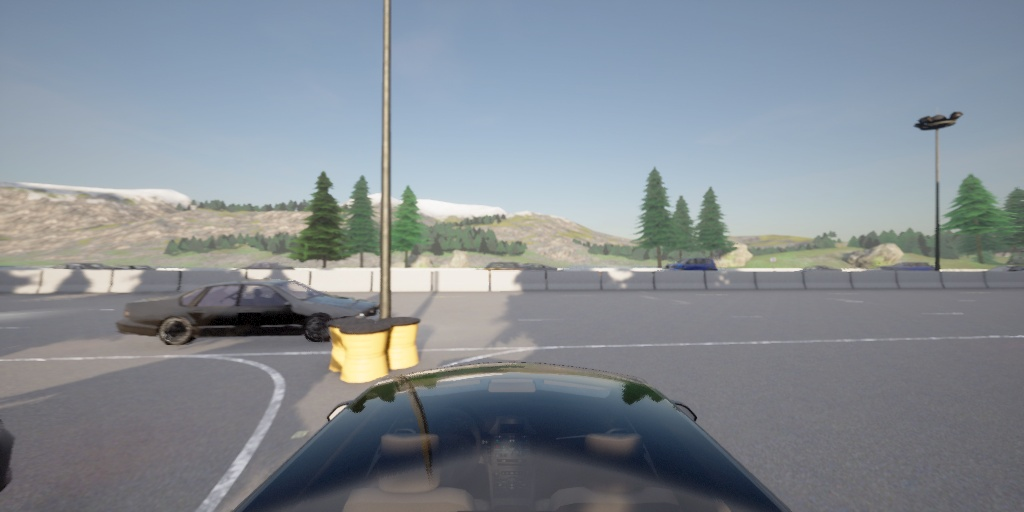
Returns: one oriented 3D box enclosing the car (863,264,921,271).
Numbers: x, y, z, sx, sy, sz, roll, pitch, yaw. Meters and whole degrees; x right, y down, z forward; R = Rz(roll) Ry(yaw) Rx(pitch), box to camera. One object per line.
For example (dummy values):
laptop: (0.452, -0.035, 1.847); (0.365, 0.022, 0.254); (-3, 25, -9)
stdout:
car: (31.699, 1.579, 30.695); (4.181, 1.385, 1.994); (0, 0, -5)

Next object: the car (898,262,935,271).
car: (45.918, 1.476, 41.686); (4.553, 1.767, 2.097); (0, 0, 5)

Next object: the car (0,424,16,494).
car: (-3.600, 1.254, 0.392); (1.812, 1.442, 4.674); (2, -1, -19)

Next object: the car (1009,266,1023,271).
car: (47.397, 1.224, 31.036); (4.902, 1.511, 2.128); (0, 0, 6)

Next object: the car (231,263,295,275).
car: (-24.367, 1.347, 35.241); (5.357, 1.411, 2.033); (0, 0, -6)

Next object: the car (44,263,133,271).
car: (-29.395, 1.220, 24.144); (4.902, 1.511, 2.128); (0, 0, -6)

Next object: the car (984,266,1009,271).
car: (47.773, 1.669, 34.514); (4.674, 1.442, 1.812); (0, 0, 6)

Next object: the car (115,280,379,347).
car: (-6.131, 1.305, 8.861); (5.357, 1.411, 2.033); (0, 0, -6)

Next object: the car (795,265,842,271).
car: (28.879, 1.582, 33.947); (4.181, 1.385, 1.994); (0, 0, -5)

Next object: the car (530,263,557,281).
car: (1.556, 1.382, 31.031); (4.902, 1.511, 2.128); (0, 0, -6)

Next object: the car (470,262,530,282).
car: (-1.263, 1.212, 27.204); (4.553, 1.767, 2.097); (0, 0, -6)

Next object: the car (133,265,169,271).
car: (-29.694, 1.343, 27.631); (4.718, 1.301, 1.895); (0, 0, -6)

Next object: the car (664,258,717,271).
car: (19.951, 1.230, 40.090); (5.566, 2.045, 2.150); (0, 0, -6)
